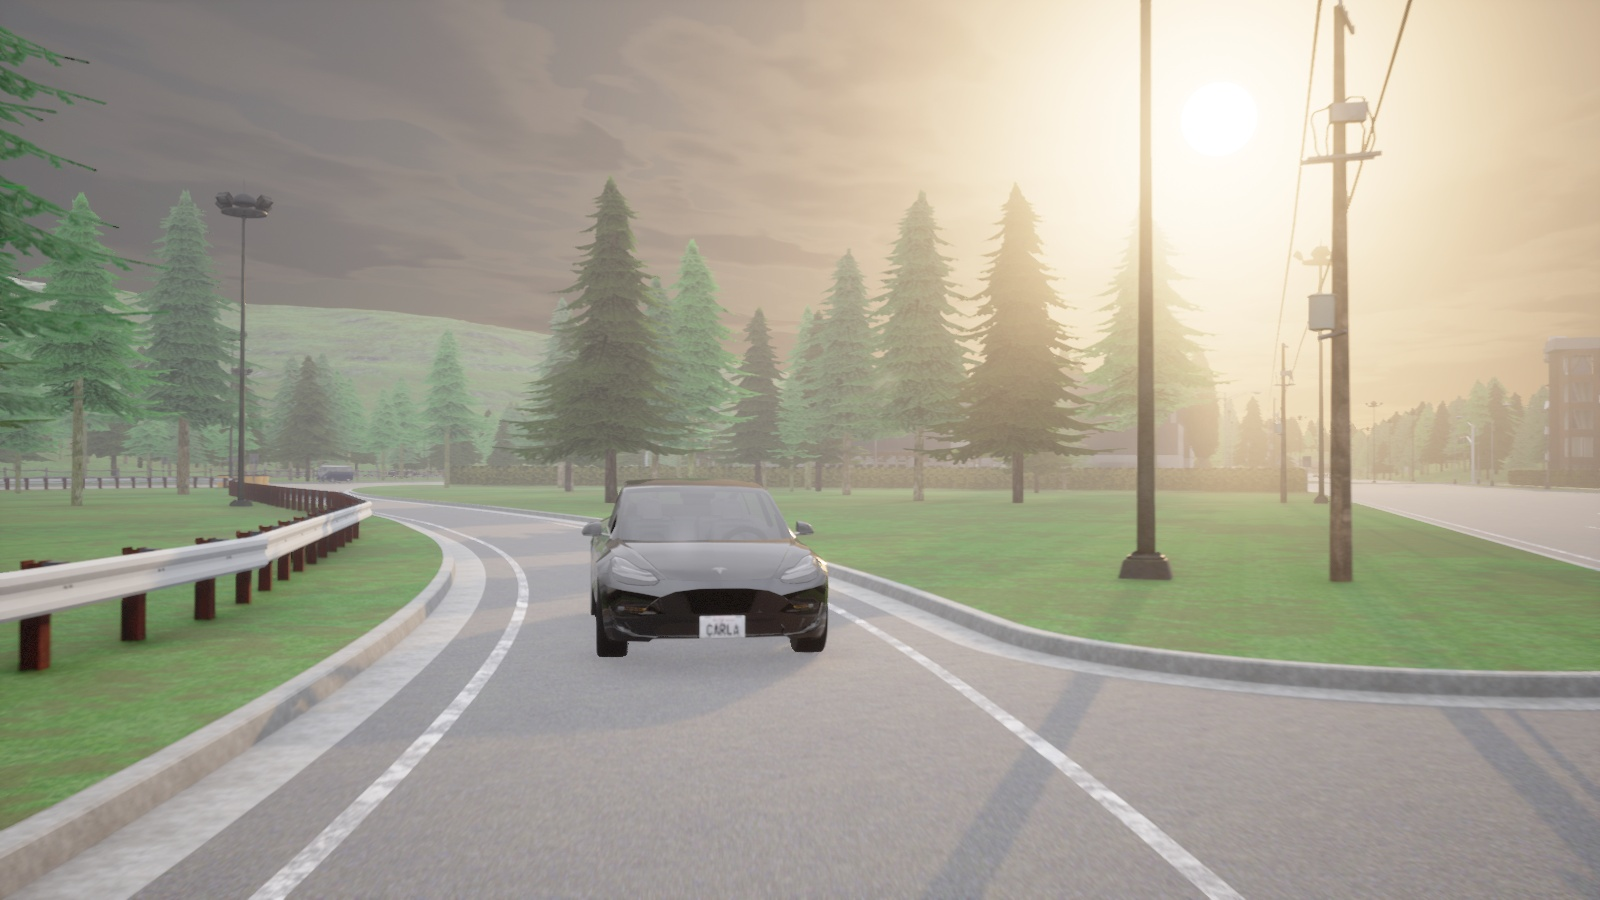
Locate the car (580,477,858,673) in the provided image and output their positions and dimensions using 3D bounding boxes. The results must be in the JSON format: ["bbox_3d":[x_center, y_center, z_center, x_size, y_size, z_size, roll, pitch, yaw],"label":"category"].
[{"bbox_3d":[-1.036,1.025,12.284,2.163,1.488,4.792,0,-1,-10],"label":"car"}]
